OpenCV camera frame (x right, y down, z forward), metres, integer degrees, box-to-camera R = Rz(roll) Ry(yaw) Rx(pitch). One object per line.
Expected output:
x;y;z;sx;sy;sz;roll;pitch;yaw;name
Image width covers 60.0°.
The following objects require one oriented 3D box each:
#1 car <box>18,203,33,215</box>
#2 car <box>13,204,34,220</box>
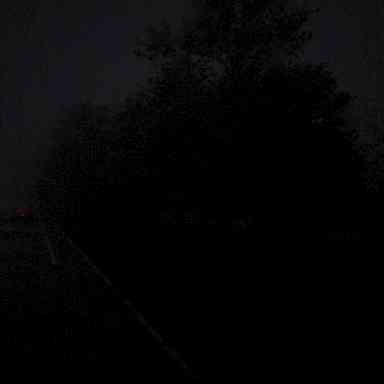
-23.776;2.431;47.576;1.837;1.490;4.892;2;-2;-26;car
-18.256;2.177;36.016;1.882;1.535;5.008;2;-2;-26;car
